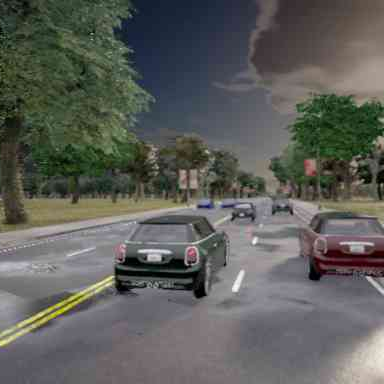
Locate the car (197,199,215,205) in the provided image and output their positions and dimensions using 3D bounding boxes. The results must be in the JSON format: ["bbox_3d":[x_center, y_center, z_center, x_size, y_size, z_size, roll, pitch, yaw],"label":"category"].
[{"bbox_3d":[1.930,1.669,45.787,1.882,1.535,5.008,-1,0,14],"label":"car"}]

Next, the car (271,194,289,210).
[{"bbox_3d":[11.774,1.298,44.590,2.150,2.045,5.566,-1,0,14],"label":"car"}]

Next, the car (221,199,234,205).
[{"bbox_3d":[5.098,1.629,45.057,1.882,1.535,5.008,-1,0,14],"label":"car"}]

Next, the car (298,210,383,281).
[{"bbox_3d":[4.339,1.341,9.788,2.097,1.767,4.553,-1,0,14],"label":"car"}]

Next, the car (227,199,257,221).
[{"bbox_3d":[4.386,1.589,27.773,1.812,1.442,4.674,-1,0,14],"label":"car"}]

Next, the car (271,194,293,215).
[{"bbox_3d":[9.362,1.394,34.568,2.097,1.767,4.553,-1,0,14],"label":"car"}]

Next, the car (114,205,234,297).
[{"bbox_3d":[-0.271,1.393,9.002,2.097,1.767,4.553,-1,0,14],"label":"car"}]
